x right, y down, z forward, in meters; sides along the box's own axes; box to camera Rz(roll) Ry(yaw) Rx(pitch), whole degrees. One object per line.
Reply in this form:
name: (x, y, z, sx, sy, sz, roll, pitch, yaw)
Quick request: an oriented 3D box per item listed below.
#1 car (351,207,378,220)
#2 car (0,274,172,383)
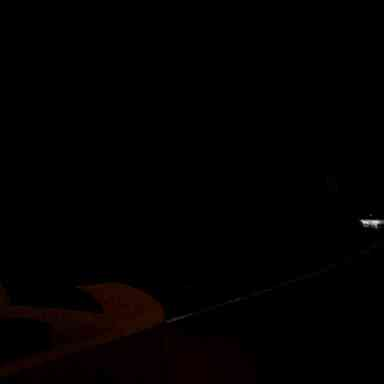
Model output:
car: (20.484, 2.500, 39.787, 2.128, 1.511, 4.902, -2, -3, 9)
car: (-2.516, 1.493, 2.429, 5.008, 1.535, 1.882, 0, 0, -37)
